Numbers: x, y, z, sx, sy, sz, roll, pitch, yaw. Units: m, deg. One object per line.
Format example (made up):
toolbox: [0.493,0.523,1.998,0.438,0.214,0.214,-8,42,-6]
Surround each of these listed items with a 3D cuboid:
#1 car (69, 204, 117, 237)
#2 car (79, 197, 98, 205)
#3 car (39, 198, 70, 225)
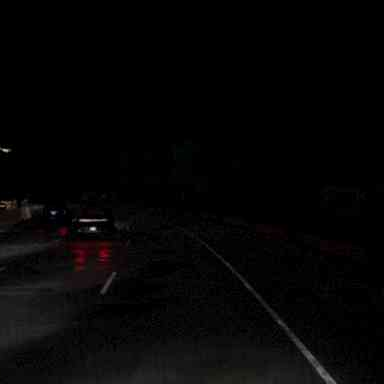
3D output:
car: [-5.530,1.703,19.463,2.128,1.511,4.902,0,-1,-10]
car: [-19.997,1.925,64.352,2.150,2.045,5.566,0,-1,-36]
car: [-10.937,1.655,26.946,2.097,1.767,4.553,0,-1,-15]
